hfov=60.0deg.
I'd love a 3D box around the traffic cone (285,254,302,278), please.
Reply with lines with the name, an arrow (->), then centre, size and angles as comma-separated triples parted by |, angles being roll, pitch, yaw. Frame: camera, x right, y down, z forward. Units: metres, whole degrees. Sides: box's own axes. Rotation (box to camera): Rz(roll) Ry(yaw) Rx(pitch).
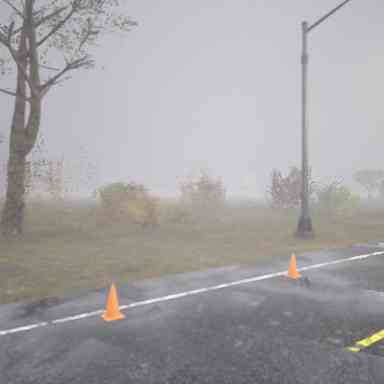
traffic cone -> 2.697, 1.941, 8.868 | 0.340, 0.580, 0.340 | 0, 0, -35

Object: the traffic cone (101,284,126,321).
traffic cone -> -1.420, 1.948, 5.986 | 0.340, 0.580, 0.340 | 0, 0, -35
